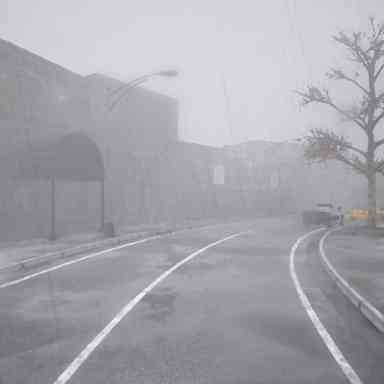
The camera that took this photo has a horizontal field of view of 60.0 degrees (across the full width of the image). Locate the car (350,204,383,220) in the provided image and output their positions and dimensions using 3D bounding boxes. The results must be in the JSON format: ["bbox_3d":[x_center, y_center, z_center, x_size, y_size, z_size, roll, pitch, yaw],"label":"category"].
[{"bbox_3d":[17.096,1.939,32.213,5.366,1.575,1.801,1,0,-37],"label":"car"}]

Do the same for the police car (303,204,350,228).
[{"bbox_3d":[10.293,1.761,25.717,1.930,1.638,5.238,0,-1,39],"label":"police car"}]
